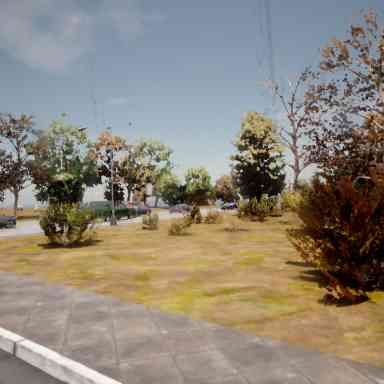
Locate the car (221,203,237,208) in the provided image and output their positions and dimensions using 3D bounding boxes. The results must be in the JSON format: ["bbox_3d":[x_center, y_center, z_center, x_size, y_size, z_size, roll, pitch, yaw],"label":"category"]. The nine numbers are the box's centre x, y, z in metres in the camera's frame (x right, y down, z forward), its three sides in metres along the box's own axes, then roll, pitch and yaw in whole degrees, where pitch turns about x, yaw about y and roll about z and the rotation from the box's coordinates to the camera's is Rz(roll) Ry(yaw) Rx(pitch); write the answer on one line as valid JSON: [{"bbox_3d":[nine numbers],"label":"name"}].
[{"bbox_3d":[6.956,2.536,58.646,1.895,1.301,4.718,-3,-2,32],"label":"car"}]

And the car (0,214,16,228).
[{"bbox_3d":[-16.996,2.451,27.654,1.994,1.385,4.181,-3,-2,34],"label":"car"}]

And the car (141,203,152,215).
[{"bbox_3d":[-7.137,2.471,43.080,1.812,1.442,4.674,-3,-2,32],"label":"car"}]

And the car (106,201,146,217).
[{"bbox_3d":[-9.127,2.339,46.519,2.150,2.045,5.566,-3,-2,32],"label":"car"}]

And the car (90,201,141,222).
[{"bbox_3d":[-8.242,1.961,34.415,2.150,2.045,5.566,-3,-2,32],"label":"car"}]

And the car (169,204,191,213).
[{"bbox_3d":[-1.785,2.575,51.581,1.994,1.385,4.181,-3,-2,32],"label":"car"}]
